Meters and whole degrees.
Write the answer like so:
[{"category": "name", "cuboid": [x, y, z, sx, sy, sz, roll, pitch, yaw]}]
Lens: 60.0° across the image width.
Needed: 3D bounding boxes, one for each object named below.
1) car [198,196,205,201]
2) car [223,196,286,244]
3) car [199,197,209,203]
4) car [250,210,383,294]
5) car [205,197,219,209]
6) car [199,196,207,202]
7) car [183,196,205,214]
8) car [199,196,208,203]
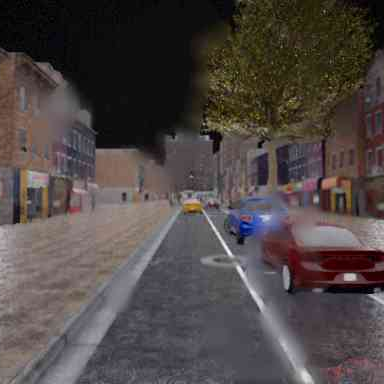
[{"category": "car", "cuboid": [2.652, 1.889, 94.098, 1.947, 1.339, 4.313, 1, -1, 0]}, {"category": "car", "cuboid": [2.980, 1.212, 15.856, 2.150, 2.045, 5.566, 0, 0, 0]}, {"category": "car", "cuboid": [2.654, 1.712, 72.349, 1.947, 1.339, 4.313, 1, 0, 0]}, {"category": "car", "cuboid": [3.014, 1.471, 8.822, 1.882, 1.535, 5.008, 0, 0, 0]}, {"category": "car", "cuboid": [2.661, 1.472, 45.602, 1.967, 1.590, 4.097, 2, 0, 0]}, {"category": "car", "cuboid": [2.654, 1.752, 83.392, 1.752, 1.417, 4.829, 1, 0, 0]}, {"category": "car", "cuboid": [0.082, 1.487, 35.690, 1.882, 1.535, 5.008, 0, 0, 0]}, {"category": "car", "cuboid": [2.653, 1.749, 77.786, 1.947, 1.339, 4.313, 1, 0, 0]}]
